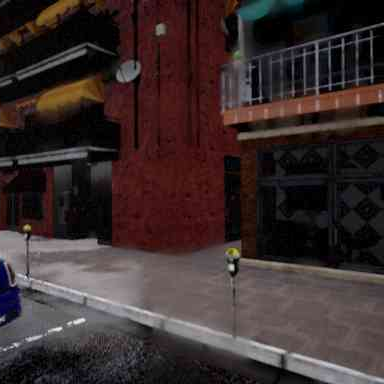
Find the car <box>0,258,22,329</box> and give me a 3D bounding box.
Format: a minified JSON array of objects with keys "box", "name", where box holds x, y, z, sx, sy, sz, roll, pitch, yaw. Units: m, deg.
[{"box":[-4.993,1.329,4.940,4.553,1.767,2.097,0,0,16],"name":"car"}]
